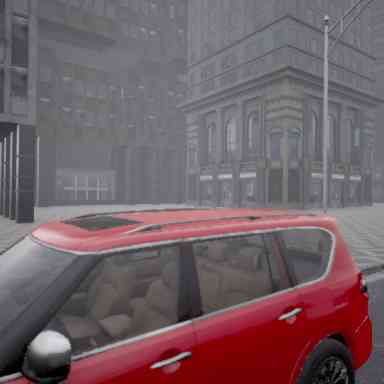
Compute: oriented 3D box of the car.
[{"bbox_3d":[-0.637,1.222,2.923,5.566,2.045,2.150,0,0,-35],"label":"car"}]
